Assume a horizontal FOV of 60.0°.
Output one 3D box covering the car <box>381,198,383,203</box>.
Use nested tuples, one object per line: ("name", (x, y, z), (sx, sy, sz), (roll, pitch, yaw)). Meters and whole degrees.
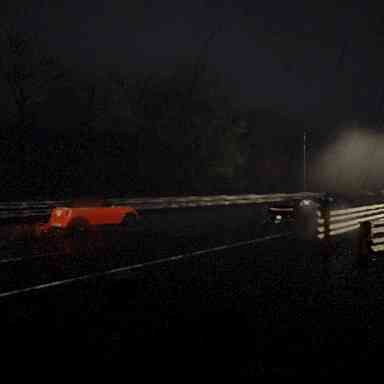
("car", (22.858, 0.920, 37.473), (2.033, 1.411, 5.357), (0, 1, 43))

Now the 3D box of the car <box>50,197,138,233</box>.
("car", (-5.132, 1.088, 18.034), (2.097, 1.767, 4.553), (0, 1, 43))

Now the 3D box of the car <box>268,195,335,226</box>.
("car", (6.467, 1.142, 20.125), (2.128, 1.511, 4.902), (0, 1, 43))

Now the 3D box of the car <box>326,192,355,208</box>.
("car", (15.251, 0.799, 34.521), (2.097, 1.767, 4.553), (0, 1, 43))

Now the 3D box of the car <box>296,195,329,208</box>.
("car", (13.858, 1.016, 38.144), (1.895, 1.301, 4.718), (0, 1, 43))
